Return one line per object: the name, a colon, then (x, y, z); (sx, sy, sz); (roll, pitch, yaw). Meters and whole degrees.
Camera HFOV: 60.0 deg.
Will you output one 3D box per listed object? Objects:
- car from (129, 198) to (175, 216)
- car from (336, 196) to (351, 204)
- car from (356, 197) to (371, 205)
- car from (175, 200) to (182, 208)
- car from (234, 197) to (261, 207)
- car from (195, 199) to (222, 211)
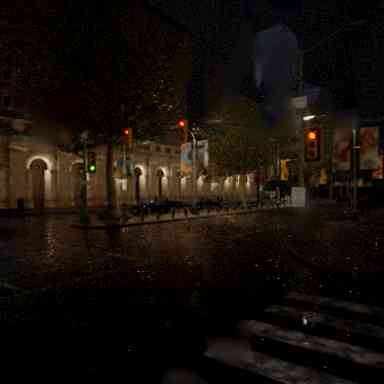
car: (-3.918, 1.467, 31.086); (1.994, 1.385, 4.181); (0, 0, 36)
car: (27.934, 1.450, 61.209); (1.837, 1.490, 4.892); (0, 0, 35)
car: (29.978, 1.507, 58.068); (2.033, 1.411, 5.357); (0, 0, 36)
car: (-3.453, 1.468, 43.097); (1.895, 1.301, 4.718); (0, 0, 36)
car: (8.103, 1.452, 47.729); (2.033, 1.411, 5.357); (0, 0, 36)
car: (1.847, 1.468, 39.088); (1.994, 1.385, 4.181); (0, 0, 35)
